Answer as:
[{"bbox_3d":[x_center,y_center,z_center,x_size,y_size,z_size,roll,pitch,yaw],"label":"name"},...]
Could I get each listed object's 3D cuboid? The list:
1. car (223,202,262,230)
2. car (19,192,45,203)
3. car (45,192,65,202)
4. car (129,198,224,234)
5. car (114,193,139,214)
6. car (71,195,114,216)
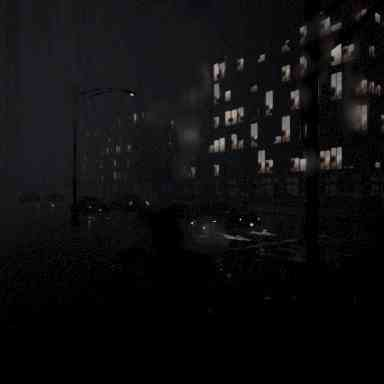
[{"bbox_3d":[1.603,1.288,19.683,2.033,1.411,5.357,0,1,-36],"label":"car"},{"bbox_3d":[-21.129,0.708,43.441,1.994,1.385,4.181,0,1,-38],"label":"car"},{"bbox_3d":[-19.131,0.724,46.168,1.895,1.301,4.718,0,1,-38],"label":"car"},{"bbox_3d":[-1.003,1.291,17.685,2.033,1.411,5.357,0,1,-38],"label":"car"},{"bbox_3d":[-5.457,0.885,28.593,2.097,1.767,4.553,0,1,-38],"label":"car"},{"bbox_3d":[-8.364,1.052,27.033,1.812,1.442,4.674,0,1,-38],"label":"car"}]
